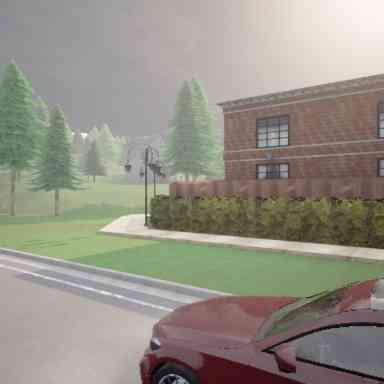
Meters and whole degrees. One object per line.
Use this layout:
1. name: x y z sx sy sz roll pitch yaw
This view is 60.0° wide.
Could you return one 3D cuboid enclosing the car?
1. car: 1.654 1.526 2.802 4.674 1.442 1.812 0 0 36
